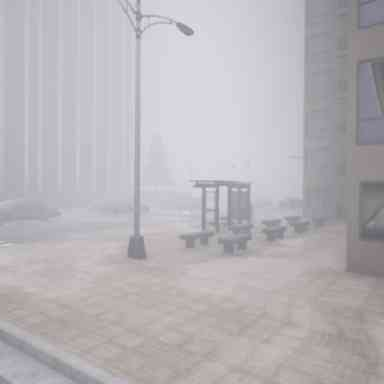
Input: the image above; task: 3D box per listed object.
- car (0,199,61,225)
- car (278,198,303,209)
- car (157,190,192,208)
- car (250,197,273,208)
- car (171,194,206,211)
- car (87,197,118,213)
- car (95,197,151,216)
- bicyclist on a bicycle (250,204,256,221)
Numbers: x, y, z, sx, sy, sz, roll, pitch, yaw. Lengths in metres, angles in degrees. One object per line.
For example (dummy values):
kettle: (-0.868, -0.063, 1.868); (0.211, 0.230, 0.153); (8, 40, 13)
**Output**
car: (-11.694, 1.369, 22.589); (2.033, 1.411, 5.357); (1, 0, 36)
car: (13.419, 1.462, 44.123); (2.033, 1.411, 5.357); (1, 0, 42)
car: (-1.916, 1.015, 41.855); (2.150, 2.045, 5.566); (1, 0, 37)
car: (9.639, 1.435, 45.878); (1.994, 1.385, 4.181); (1, 0, 34)
car: (0.141, 1.334, 38.754); (1.837, 1.490, 4.892); (1, 0, 37)
car: (-8.181, 1.280, 33.327); (2.128, 1.511, 4.902); (1, 0, 36)
car: (-6.038, 1.426, 30.334); (1.895, 1.301, 4.718); (1, 0, 36)
bicyclist on a bicycle: (3.779, 1.252, 23.457); (1.656, 1.620, 0.582); (0, 0, 36)
